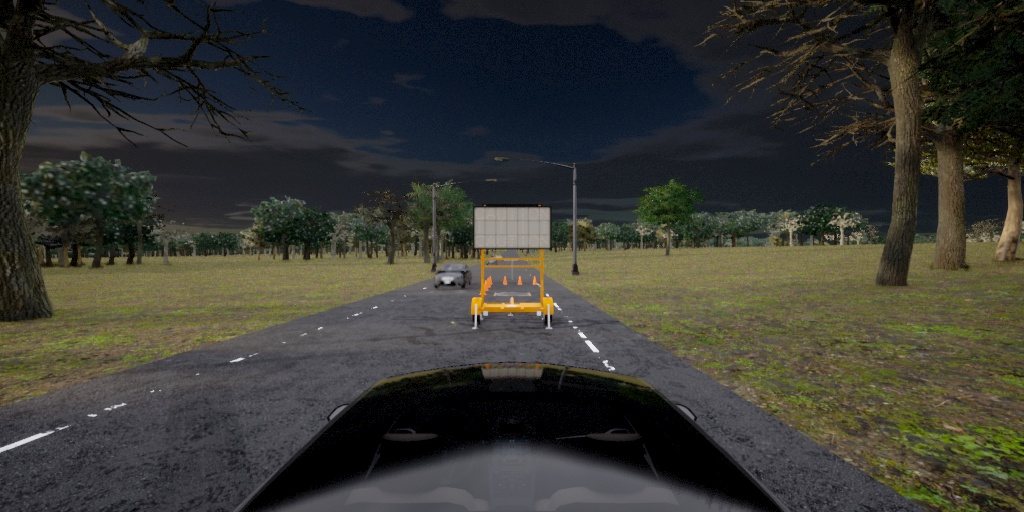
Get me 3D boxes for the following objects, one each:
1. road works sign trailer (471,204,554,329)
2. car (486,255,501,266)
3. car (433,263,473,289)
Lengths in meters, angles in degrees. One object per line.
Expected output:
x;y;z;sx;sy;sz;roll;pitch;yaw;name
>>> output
0.011;0.197;11.145;2.380;3.560;2.880;0;0;0;road works sign trailer
-3.499;0.877;62.604;2.128;1.511;4.902;0;1;0;car
-3.574;1.177;22.344;2.128;1.511;4.902;0;0;0;car
